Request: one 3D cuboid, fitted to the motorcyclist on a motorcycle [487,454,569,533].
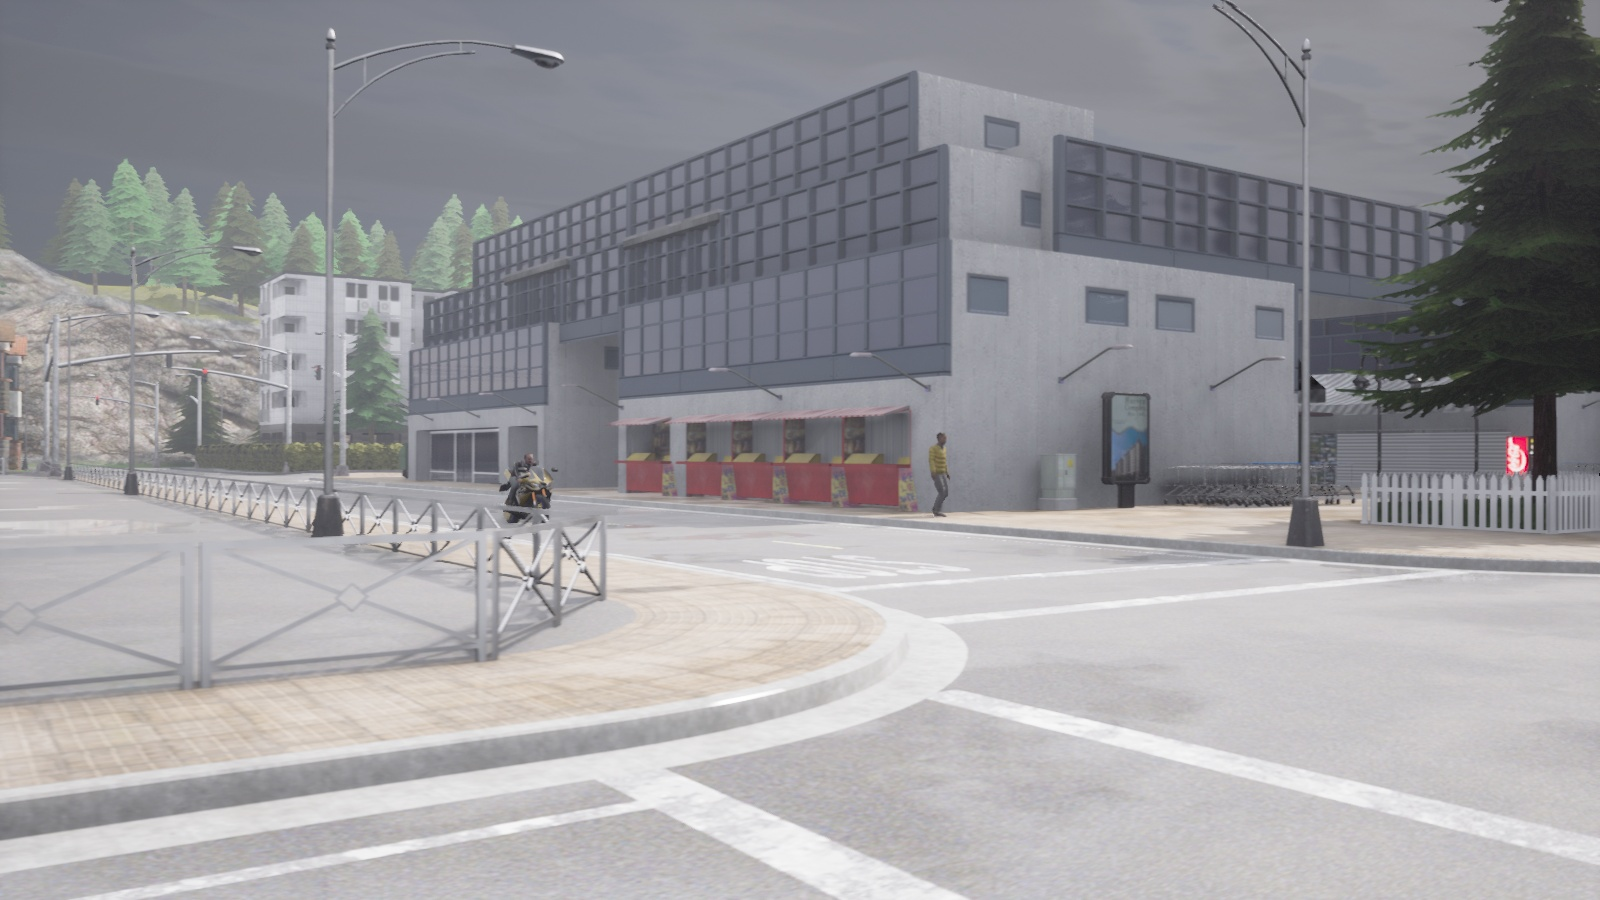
[{"bbox_3d":[-5.555,0.856,25.577,0.866,1.530,2.191,0,0,-34],"label":"motorcyclist on a motorcycle"}]

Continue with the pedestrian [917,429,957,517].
[{"bbox_3d":[2.883,0.478,26.418,0.709,1.840,0.431,0,0,42],"label":"pedestrian"}]

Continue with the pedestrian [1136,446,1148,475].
[{"bbox_3d":[21.309,0.642,78.242,0.345,1.836,0.594,0,0,-35],"label":"pedestrian"}]
